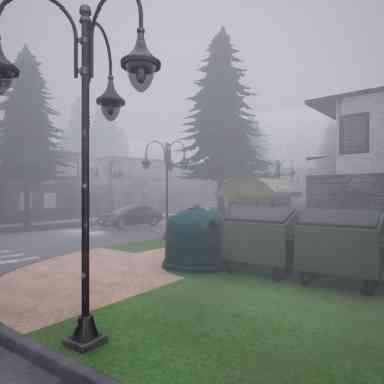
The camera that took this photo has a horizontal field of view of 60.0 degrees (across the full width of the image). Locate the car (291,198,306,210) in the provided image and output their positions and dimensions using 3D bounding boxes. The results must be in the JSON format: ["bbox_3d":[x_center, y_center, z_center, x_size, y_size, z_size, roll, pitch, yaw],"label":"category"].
[{"bbox_3d":[10.394,1.509,36.022,4.553,1.767,2.097,0,0,-32],"label":"car"}]

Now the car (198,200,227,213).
[{"bbox_3d":[2.134,1.510,29.601,4.553,1.767,2.097,0,0,-42],"label":"car"}]

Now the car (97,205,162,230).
[{"bbox_3d":[-4.212,1.662,22.943,1.837,1.490,4.892,0,0,40],"label":"car"}]
